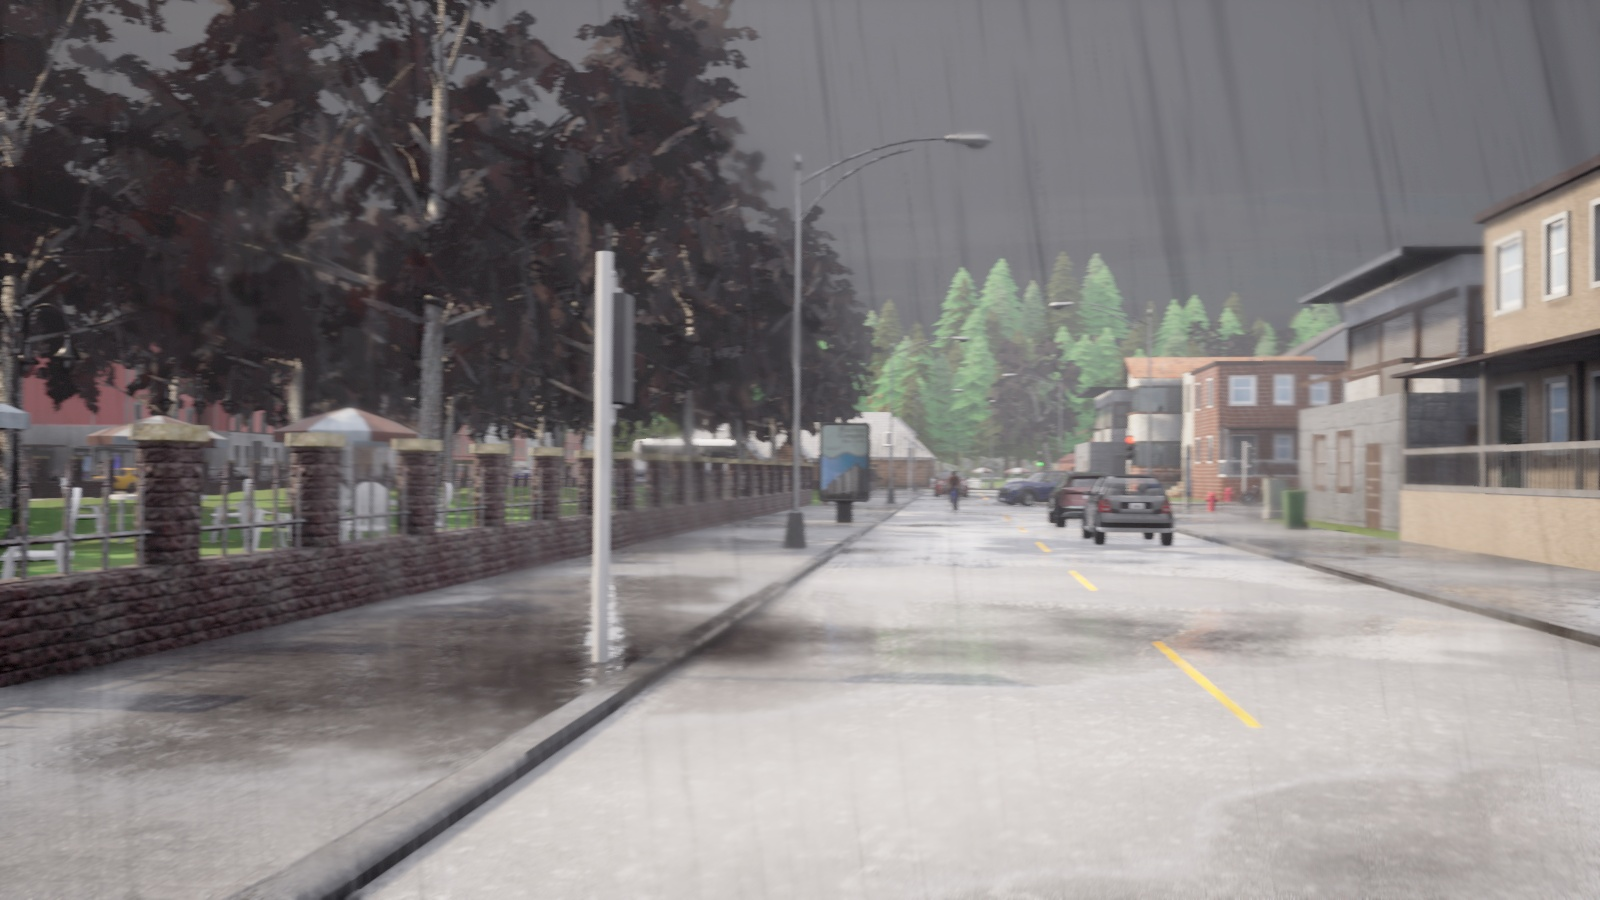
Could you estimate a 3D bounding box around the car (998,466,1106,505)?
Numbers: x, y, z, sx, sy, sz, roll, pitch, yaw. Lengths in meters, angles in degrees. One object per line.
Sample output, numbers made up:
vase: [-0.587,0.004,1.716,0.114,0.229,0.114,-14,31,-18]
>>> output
car: [11.925,1.670,59.497,4.553,1.767,2.097,0,-1,-15]

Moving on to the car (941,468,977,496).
car: [10.019,2.006,79.484,2.097,1.767,4.553,0,-1,5]

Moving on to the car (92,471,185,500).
car: [-36.789,1.943,70.041,1.801,1.575,5.366,0,-1,7]

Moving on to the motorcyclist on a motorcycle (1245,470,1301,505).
motorcyclist on a motorcycle: [22.459,1.761,59.641,2.350,1.649,0.766,0,-1,7]

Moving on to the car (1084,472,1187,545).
car: [7.590,1.273,28.681,1.789,1.549,3.705,0,-1,7]

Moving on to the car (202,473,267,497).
car: [-35.609,2.171,79.220,1.816,1.474,4.193,0,-1,7]

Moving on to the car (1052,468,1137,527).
car: [8.743,1.375,37.665,2.033,1.649,4.856,0,-1,8]
